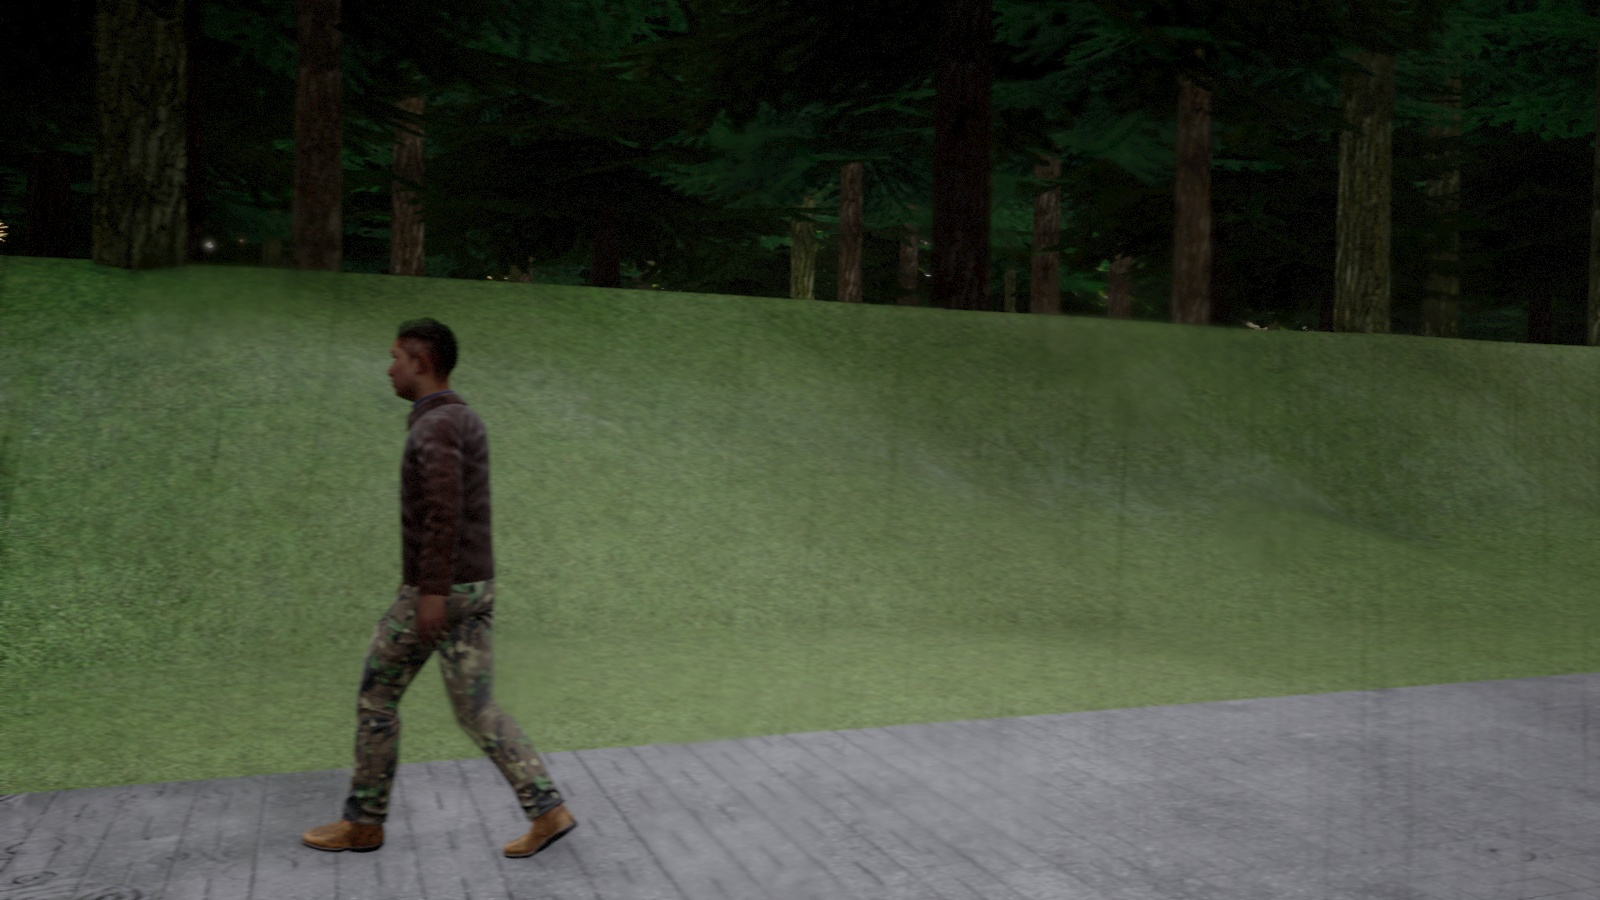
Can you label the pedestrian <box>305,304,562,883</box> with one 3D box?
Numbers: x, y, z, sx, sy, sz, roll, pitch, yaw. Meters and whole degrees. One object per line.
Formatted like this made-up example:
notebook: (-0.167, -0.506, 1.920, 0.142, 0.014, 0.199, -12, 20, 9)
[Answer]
pedestrian: (-1.215, 0.456, 4.229, 0.703, 1.840, 0.431, 0, 1, 5)
